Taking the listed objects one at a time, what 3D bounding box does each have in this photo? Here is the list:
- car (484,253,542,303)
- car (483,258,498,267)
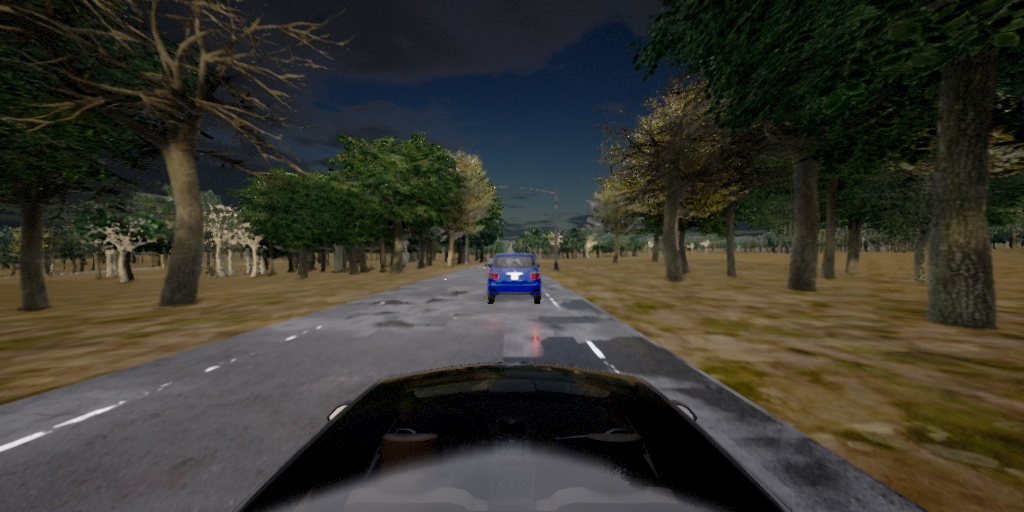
[{"bbox_3d":[0.096,0.879,15.999,2.150,2.045,5.566,0,0,0],"label":"car"},{"bbox_3d":[-3.518,1.080,59.634,2.128,1.511,4.902,0,0,0],"label":"car"}]
